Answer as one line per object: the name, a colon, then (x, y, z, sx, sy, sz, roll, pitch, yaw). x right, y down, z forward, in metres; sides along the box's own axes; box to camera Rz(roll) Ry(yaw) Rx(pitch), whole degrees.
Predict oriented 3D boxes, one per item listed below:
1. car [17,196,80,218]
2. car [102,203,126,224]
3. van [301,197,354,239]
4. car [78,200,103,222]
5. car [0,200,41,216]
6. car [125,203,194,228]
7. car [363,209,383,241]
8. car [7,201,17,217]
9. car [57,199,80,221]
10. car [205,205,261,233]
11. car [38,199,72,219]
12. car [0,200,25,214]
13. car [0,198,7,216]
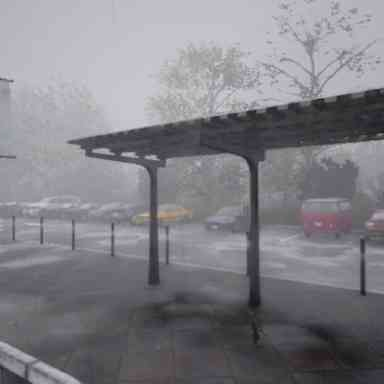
car: (-13.178, 1.436, 31.999, 2.435, 2.045, 5.566, 0, 0, 35)
car: (-4.090, 1.643, 25.619, 2.163, 1.488, 4.792, 0, 0, 35)
van: (7.275, 1.296, 17.658, 1.878, 1.987, 4.442, 0, 0, 35)
car: (-6.366, 1.633, 27.207, 2.231, 1.521, 4.892, 0, 0, 35)
car: (-19.846, 1.732, 36.994, 1.946, 1.575, 5.366, 0, 0, 35)
car: (-1.952, 1.593, 23.837, 1.946, 1.575, 5.366, 0, 0, 35)
car: (9.469, 1.544, 15.953, 2.002, 1.452, 4.674, 0, 0, 35)
car: (-15.426, 1.707, 33.623, 2.231, 1.521, 4.892, 0, 0, 35)
car: (-8.630, 1.650, 28.813, 2.097, 1.535, 5.008, 0, 0, 35)
car: (2.666, 1.588, 20.751, 2.163, 1.488, 4.792, 0, 0, 35)
car: (-10.894, 1.669, 30.419, 2.097, 1.535, 5.008, 0, 0, 35)
car: (-22.230, 1.778, 38.424, 2.163, 1.488, 4.792, 0, 0, 35)
car: (-17.691, 1.721, 35.232, 2.097, 1.535, 5.008, 0, 0, 35)
